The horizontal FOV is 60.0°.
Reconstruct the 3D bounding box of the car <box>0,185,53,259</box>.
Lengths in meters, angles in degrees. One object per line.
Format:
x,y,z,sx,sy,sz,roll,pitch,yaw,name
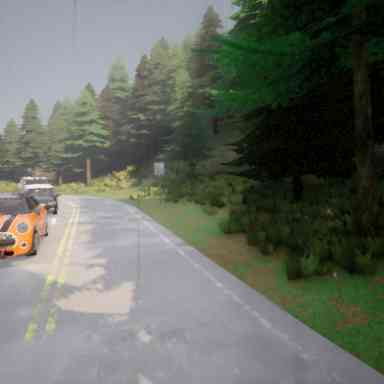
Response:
-5.822,0.883,10.406,2.097,1.767,4.553,-2,4,-18,car

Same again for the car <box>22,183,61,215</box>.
-8.967,0.507,19.875,2.128,1.511,4.902,-3,4,-20,car

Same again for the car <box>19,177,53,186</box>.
-13.737,-0.303,29.322,2.150,2.045,5.566,-2,4,-37,car
